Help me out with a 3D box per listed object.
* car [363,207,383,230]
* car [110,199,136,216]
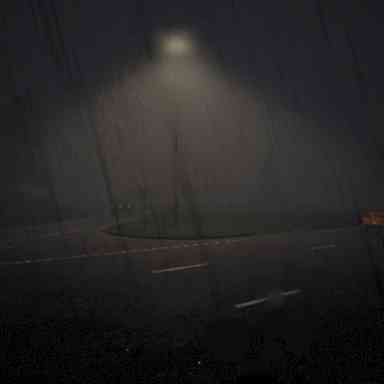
[{"bbox_3d":[13.178,1.725,21.743,5.008,1.535,1.882,0,0,-35],"label":"car"},{"bbox_3d":[-7.083,1.502,34.546,2.097,1.767,4.553,0,0,-3],"label":"car"}]
